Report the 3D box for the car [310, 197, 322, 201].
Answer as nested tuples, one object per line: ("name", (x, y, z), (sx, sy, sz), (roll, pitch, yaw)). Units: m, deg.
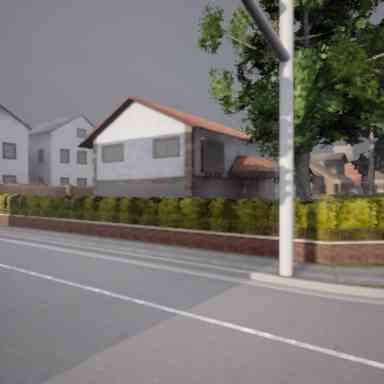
("car", (10.580, 1.164, 28.779), (3.806, 1.475, 1.970), (0, 0, 36))
